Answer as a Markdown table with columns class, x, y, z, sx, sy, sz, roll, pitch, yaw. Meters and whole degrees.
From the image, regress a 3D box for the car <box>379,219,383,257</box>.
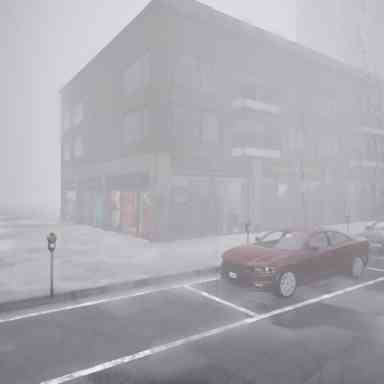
| class | x | y | z | sx | sy | sz | roll | pitch | yaw |
| --- | --- | --- | --- | --- | --- | --- | --- | --- | --- |
| car | 7.212 | 1.581 | 11.666 | 4.206 | 1.307 | 1.802 | 0 | 0 | -35 |

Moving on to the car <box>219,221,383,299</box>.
| class | x | y | z | sx | sy | sz | roll | pitch | yaw |
| --- | --- | --- | --- | --- | --- | --- | --- | --- | --- |
| car | 2.712 | 1.544 | 8.462 | 4.507 | 1.381 | 1.887 | 0 | 0 | -35 |
